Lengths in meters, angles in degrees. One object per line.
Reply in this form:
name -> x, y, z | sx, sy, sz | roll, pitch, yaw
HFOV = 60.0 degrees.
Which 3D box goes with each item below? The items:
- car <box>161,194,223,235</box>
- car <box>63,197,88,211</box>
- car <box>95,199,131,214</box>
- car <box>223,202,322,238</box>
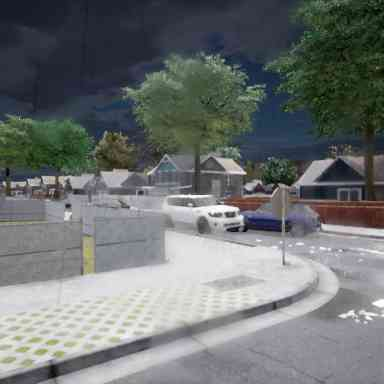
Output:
car -> 0.343, 1.147, 18.581 | 2.150, 2.045, 5.566 | -2, 0, -36
car -> -13.745, 1.349, 39.162 | 2.128, 1.511, 4.902 | 0, 1, -35
car -> -7.131, 1.362, 29.693 | 1.882, 1.535, 5.008 | 0, 0, -35
car -> 4.311, 1.311, 17.555 | 4.553, 1.767, 2.097 | 1, 0, 35
